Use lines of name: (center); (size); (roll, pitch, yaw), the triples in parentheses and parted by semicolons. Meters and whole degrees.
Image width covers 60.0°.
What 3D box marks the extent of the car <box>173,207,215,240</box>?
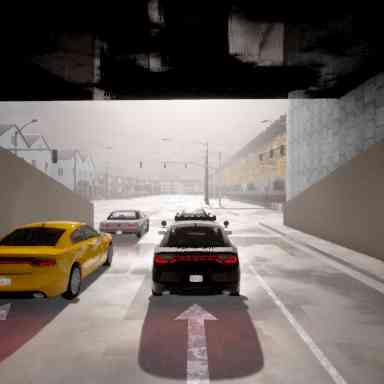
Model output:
car: (0.092, 1.564, 17.809); (1.994, 1.385, 4.181); (0, 0, 0)

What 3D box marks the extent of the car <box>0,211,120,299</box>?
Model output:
car: (-3.410, 1.478, 8.522); (1.882, 1.535, 5.008); (0, 0, 0)

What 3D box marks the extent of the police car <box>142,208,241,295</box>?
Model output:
police car: (0.086, 1.425, 8.847); (1.930, 1.638, 5.238); (0, 0, 0)

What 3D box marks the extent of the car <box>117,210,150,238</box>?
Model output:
car: (-3.406, 1.601, 17.765); (1.895, 1.301, 4.718); (0, 0, 0)
